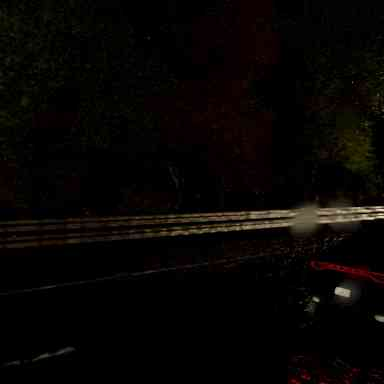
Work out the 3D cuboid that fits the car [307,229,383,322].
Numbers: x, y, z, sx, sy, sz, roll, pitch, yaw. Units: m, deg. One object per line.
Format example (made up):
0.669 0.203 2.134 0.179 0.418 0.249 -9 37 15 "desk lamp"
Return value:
4.520 1.526 6.973 5.008 1.535 1.882 0 0 -36 "car"
